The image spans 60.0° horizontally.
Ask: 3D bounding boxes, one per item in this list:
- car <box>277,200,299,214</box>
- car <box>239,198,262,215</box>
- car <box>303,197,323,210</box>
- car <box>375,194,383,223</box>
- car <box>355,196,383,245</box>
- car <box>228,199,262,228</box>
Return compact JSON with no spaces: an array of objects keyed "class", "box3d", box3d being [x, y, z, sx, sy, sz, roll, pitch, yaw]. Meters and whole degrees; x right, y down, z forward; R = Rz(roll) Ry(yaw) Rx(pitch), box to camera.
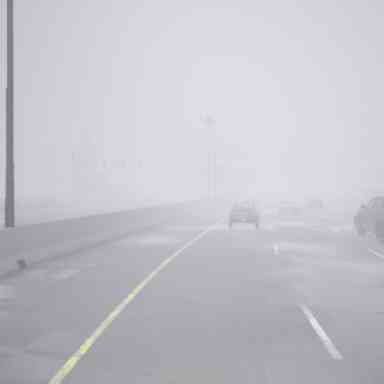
[{"class":"car","box3d":[9.500,1.462,33.174,1.895,1.301,4.718,0,0,12]},{"class":"car","box3d":[6.039,1.393,33.765,2.033,1.411,5.357,0,0,12]},{"class":"car","box3d":[14.612,1.320,40.290,1.882,1.535,5.008,0,0,12]},{"class":"car","box3d":[14.309,1.157,22.212,2.150,2.045,5.566,0,0,12]},{"class":"car","box3d":[9.248,1.175,15.223,2.150,2.045,5.566,0,0,12]},{"class":"car","box3d":[3.432,1.391,21.465,2.128,1.511,4.902,0,0,12]}]
